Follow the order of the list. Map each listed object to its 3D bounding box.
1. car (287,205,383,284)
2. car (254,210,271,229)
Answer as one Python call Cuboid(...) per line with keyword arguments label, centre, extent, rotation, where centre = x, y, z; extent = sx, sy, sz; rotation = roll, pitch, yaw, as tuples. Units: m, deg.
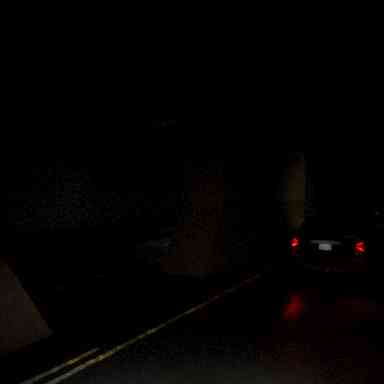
Cuboid(label="car", centre=(4.524, 1.408, 10.123), extent=(2.097, 1.767, 4.553), rotation=(-1, -1, 34))
Cuboid(label="car", centre=(3.363, 1.803, 21.310), extent=(1.895, 1.301, 4.718), rotation=(-1, -1, 34))
